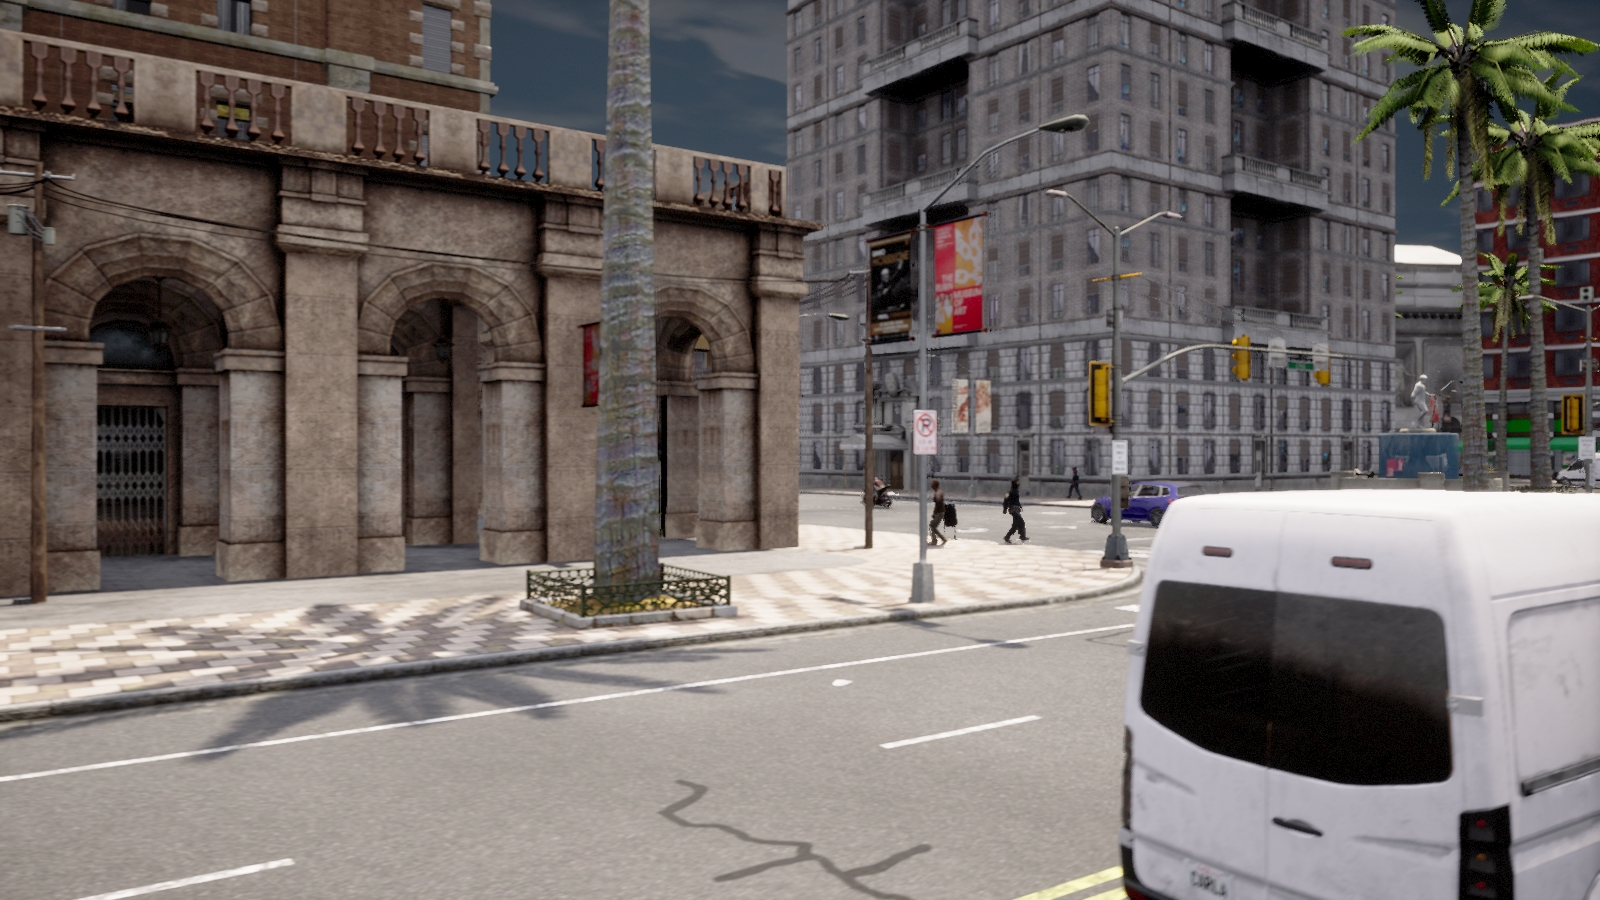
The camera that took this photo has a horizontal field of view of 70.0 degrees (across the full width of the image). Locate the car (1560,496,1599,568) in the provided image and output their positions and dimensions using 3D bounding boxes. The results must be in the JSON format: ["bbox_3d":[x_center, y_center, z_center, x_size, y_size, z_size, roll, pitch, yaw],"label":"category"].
[{"bbox_3d":[20.132,1.983,26.258,2.152,1.651,5.027,0,0,3],"label":"car"}]

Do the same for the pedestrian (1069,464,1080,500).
[{"bbox_3d":[14.270,1.684,59.432,0.375,1.860,0.375,0,0,-41],"label":"pedestrian"}]

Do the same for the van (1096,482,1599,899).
[{"bbox_3d":[4.589,1.530,7.043,5.915,2.561,1.988,1,0,-35],"label":"van"}]

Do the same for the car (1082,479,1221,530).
[{"bbox_3d":[12.921,1.958,42.289,2.242,1.667,4.611,0,0,-29],"label":"car"}]

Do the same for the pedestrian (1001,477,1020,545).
[{"bbox_3d":[5.862,1.690,31.878,0.375,1.860,0.375,0,0,43],"label":"pedestrian"}]

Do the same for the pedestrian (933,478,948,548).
[{"bbox_3d":[3.797,1.692,30.940,0.375,1.860,0.375,0,0,10],"label":"pedestrian"}]

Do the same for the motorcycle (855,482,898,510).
[{"bbox_3d":[3.688,2.196,55.067,0.867,1.251,2.209,0,0,-35],"label":"motorcycle"}]
